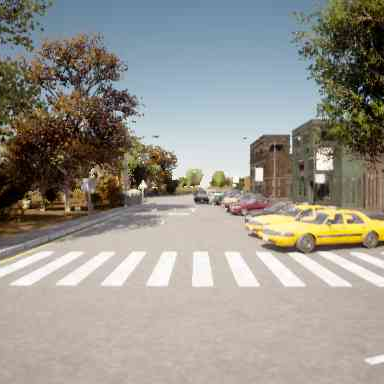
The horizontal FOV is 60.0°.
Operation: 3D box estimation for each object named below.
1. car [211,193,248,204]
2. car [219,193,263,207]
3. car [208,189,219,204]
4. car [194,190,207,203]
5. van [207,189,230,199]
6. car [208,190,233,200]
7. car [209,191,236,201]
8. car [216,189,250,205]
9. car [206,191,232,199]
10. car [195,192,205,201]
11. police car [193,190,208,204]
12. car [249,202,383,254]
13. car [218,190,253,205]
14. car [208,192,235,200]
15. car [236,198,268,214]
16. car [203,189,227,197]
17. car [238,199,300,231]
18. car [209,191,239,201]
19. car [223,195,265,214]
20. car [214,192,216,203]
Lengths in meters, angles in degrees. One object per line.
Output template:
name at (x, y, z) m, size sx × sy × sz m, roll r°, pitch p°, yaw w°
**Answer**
car at (5.491, 0.928, 48.827) m, size 4.792 × 1.488 × 2.163 m, roll 1°, pitch 1°, yaw -20°
car at (5.367, 1.142, 30.817) m, size 4.792 × 1.488 × 2.163 m, roll 1°, pitch 1°, yaw -20°
car at (5.465, 0.715, 42.809) m, size 5.566 × 2.045 × 2.435 m, roll 1°, pitch 1°, yaw -20°
car at (1.410, 0.650, 56.589) m, size 2.150 × 2.045 × 5.566 m, roll 0°, pitch 1°, yaw 0°
van at (5.790, 0.433, 72.904) m, size 4.442 × 1.987 × 1.878 m, roll 1°, pitch 0°, yaw -20°
car at (5.680, 0.590, 66.857) m, size 4.553 × 1.767 × 2.185 m, roll 1°, pitch 1°, yaw -20°
car at (5.576, 0.647, 60.841) m, size 4.553 × 1.767 × 2.185 m, roll 1°, pitch 0°, yaw -20°
car at (5.466, 0.913, 36.836) m, size 4.553 × 1.767 × 2.185 m, roll 1°, pitch 1°, yaw -20°
car at (5.656, 0.686, 69.861) m, size 5.008 × 1.535 × 2.097 m, roll 1°, pitch 0°, yaw -20°
car at (1.451, 0.800, 62.562) m, size 1.882 × 1.535 × 5.008 m, roll 0°, pitch 1°, yaw 0°
police car at (1.347, 0.892, 46.671) m, size 1.930 × 1.638 × 5.238 m, roll 0°, pitch 1°, yaw 0°
car at (5.150, 1.345, 12.761) m, size 5.366 × 1.575 × 1.946 m, roll 1°, pitch 1°, yaw -20°
car at (5.446, 0.950, 33.835) m, size 4.553 × 1.767 × 2.185 m, roll 1°, pitch 1°, yaw -20°
car at (5.628, 0.784, 63.851) m, size 4.674 × 1.452 × 2.002 m, roll 1°, pitch 1°, yaw -20°
car at (5.347, 1.271, 18.826) m, size 4.892 × 1.521 × 2.231 m, roll 1°, pitch 1°, yaw -20°
car at (5.745, 0.294, 84.895) m, size 5.566 × 2.045 × 2.435 m, roll 1°, pitch 0°, yaw -20°
car at (5.156, 1.305, 15.762) m, size 5.366 × 1.575 × 1.946 m, roll 1°, pitch 1°, yaw -20°
car at (5.555, 0.677, 57.840) m, size 4.553 × 1.767 × 2.185 m, roll 1°, pitch 0°, yaw -20°
car at (5.380, 1.191, 27.826) m, size 4.674 × 1.452 × 2.002 m, roll 0°, pitch 1°, yaw -20°
car at (5.450, 1.042, 39.834) m, size 4.674 × 1.452 × 2.002 m, roll 1°, pitch 0°, yaw -20°
